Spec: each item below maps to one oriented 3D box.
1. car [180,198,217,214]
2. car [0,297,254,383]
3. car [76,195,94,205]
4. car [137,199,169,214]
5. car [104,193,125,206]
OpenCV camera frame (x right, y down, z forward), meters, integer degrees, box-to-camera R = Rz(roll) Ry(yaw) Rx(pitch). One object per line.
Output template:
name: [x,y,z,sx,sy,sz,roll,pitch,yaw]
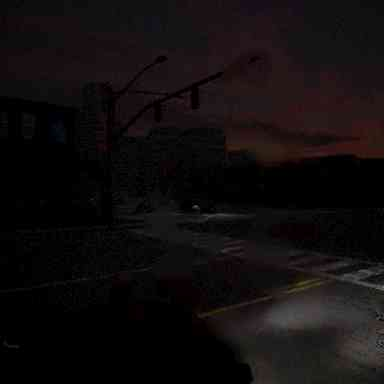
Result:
car: [0.610,1.459,34.599,1.837,1.490,4.892,0,0,-36]
car: [-1.771,1.601,2.528,4.718,1.301,1.895,0,0,-35]
car: [-17.418,1.314,53.915,2.097,1.767,4.553,0,0,-35]
car: [-4.264,1.488,35.388,1.812,1.442,4.674,0,0,-36]
car: [-12.818,1.178,53.455,2.150,2.045,5.566,0,0,-35]
